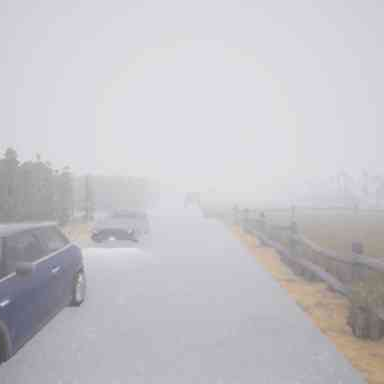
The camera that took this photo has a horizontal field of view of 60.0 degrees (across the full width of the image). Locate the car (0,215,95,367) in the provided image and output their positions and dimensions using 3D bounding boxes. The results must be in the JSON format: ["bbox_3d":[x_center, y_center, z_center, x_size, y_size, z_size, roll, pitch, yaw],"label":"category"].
[{"bbox_3d":[-3.193,1.320,4.840,2.097,1.767,4.553,0,0,0],"label":"car"}]

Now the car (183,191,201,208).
[{"bbox_3d":[0.049,0.934,43.675,2.150,2.045,5.566,0,0,-1],"label":"car"}]

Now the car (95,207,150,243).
[{"bbox_3d":[-3.128,1.446,15.706,2.033,1.411,5.357,0,0,0],"label":"car"}]
